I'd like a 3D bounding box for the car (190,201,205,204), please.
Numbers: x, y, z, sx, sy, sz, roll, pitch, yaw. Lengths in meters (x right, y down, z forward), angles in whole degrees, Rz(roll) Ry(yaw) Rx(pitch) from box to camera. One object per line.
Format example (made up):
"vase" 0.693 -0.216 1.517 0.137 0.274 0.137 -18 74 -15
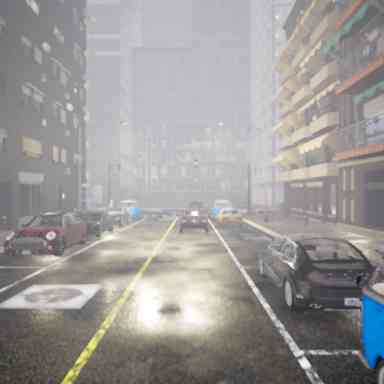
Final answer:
"car" 0.697 1.720 36.240 2.097 1.767 4.553 0 -1 7

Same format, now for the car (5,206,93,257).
"car" -5.688 1.570 13.405 1.967 1.590 4.097 -1 -1 0

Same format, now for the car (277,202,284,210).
"car" 15.289 1.828 49.490 5.009 1.841 2.192 0 0 0

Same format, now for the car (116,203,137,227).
"car" -5.675 1.790 24.607 2.008 1.369 4.403 -1 -1 0

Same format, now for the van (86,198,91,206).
"van" -17.100 1.690 49.718 3.998 1.788 1.690 0 0 0

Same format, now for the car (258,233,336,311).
"car" 2.688 1.627 7.765 2.008 1.369 4.403 -1 -1 0

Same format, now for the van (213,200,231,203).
"van" 2.708 1.635 30.173 1.690 1.788 3.998 -1 -1 0

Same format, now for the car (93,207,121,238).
"car" -5.681 1.751 19.005 1.947 1.339 4.313 -1 -1 0

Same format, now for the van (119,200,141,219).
"van" -5.672 1.635 30.211 1.690 1.788 3.998 -1 -1 0

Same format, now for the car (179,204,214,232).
"car" 0.123 1.756 21.620 2.033 1.411 5.357 0 -1 0

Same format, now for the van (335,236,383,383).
"van" 2.679 1.364 2.165 1.690 1.788 3.998 -1 -1 0

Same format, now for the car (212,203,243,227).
"car" 2.705 1.766 24.740 1.752 1.417 4.829 -1 -1 0
